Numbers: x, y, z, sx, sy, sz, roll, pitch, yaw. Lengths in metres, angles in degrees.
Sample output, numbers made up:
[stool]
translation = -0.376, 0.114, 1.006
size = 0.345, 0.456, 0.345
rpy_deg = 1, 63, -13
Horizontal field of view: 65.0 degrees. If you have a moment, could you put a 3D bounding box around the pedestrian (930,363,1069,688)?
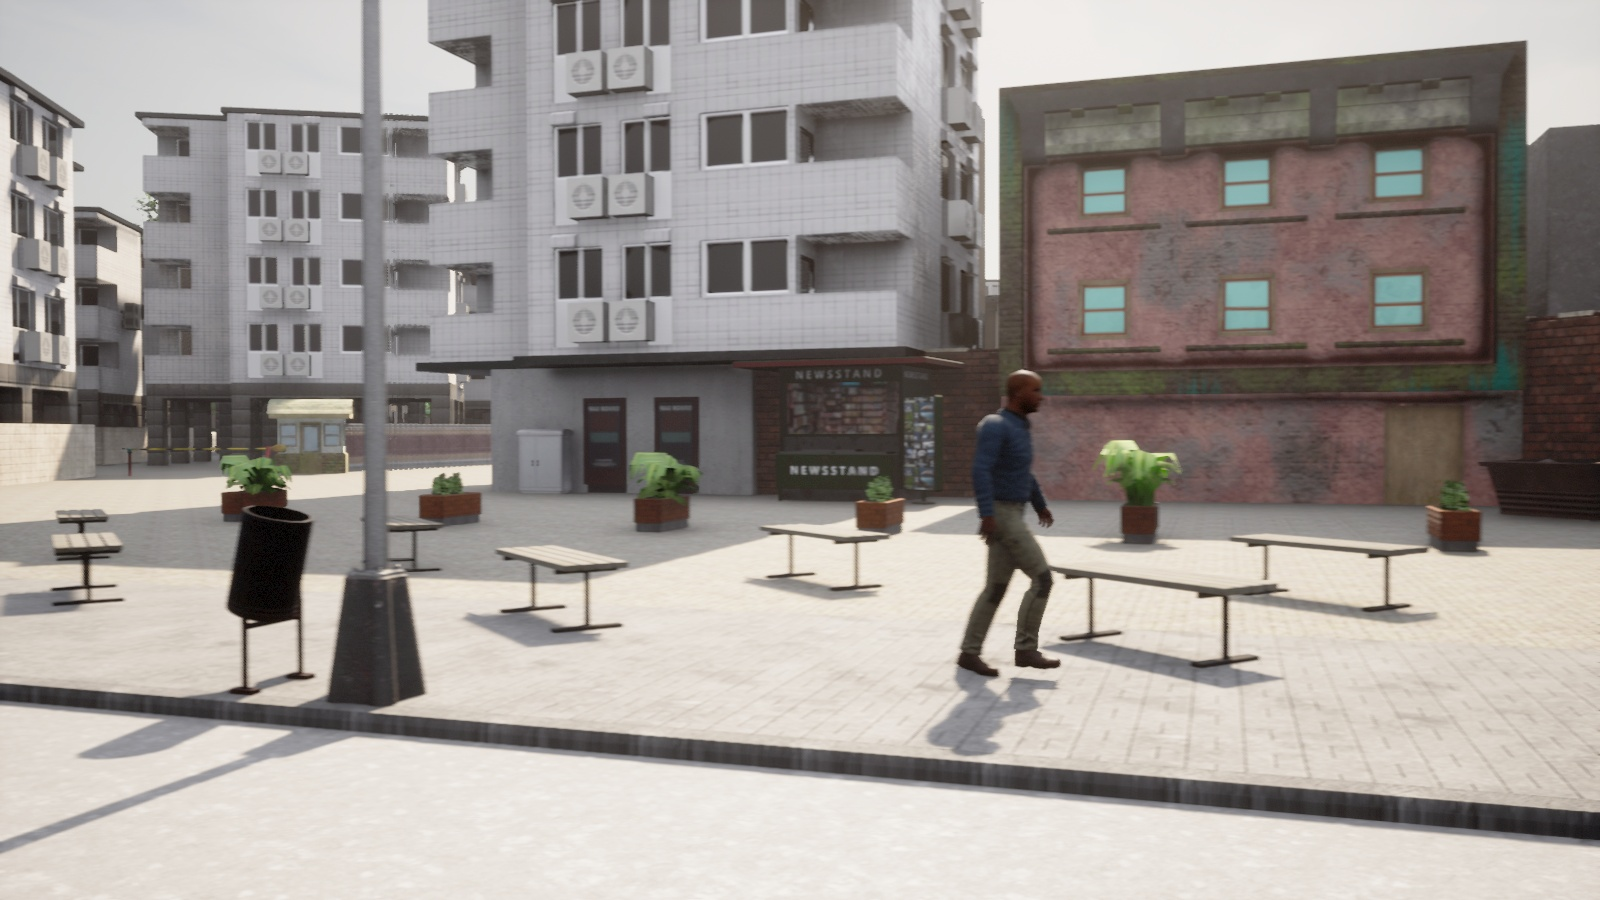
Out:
[pedestrian]
translation = 1.176, 0.422, 7.406
size = 0.726, 1.835, 0.370
rpy_deg = 1, 1, 26
